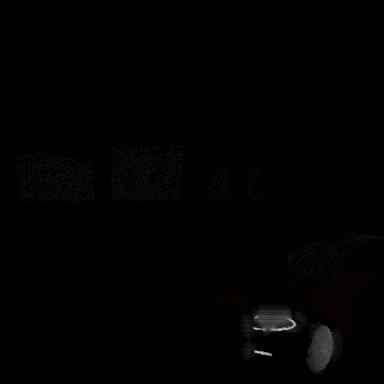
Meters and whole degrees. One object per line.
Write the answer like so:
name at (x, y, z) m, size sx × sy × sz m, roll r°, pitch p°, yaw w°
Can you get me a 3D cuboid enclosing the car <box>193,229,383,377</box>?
car at (2.307, 1.463, 5.719) m, size 5.008 × 1.535 × 1.882 m, roll 0°, pitch 0°, yaw -36°
